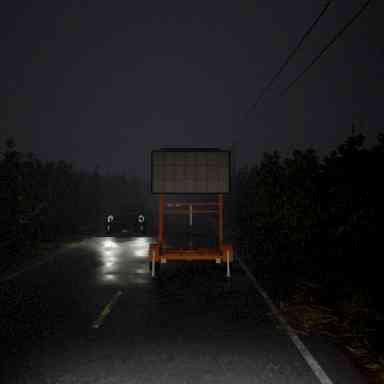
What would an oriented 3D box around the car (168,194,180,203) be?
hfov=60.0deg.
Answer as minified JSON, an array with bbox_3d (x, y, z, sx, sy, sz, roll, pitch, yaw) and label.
[{"bbox_3d":[-3.423,1.221,63.959,2.150,2.045,5.566,0,0,0],"label":"car"}]

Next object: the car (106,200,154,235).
[{"bbox_3d":[-3.365,1.352,18.740,2.097,1.767,4.553,0,0,0],"label":"car"}]

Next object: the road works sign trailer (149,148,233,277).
[{"bbox_3d":[-0.035,0.464,10.220,2.380,3.560,2.880,0,0,0],"label":"road works sign trailer"}]
